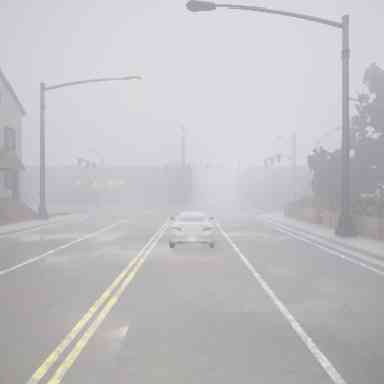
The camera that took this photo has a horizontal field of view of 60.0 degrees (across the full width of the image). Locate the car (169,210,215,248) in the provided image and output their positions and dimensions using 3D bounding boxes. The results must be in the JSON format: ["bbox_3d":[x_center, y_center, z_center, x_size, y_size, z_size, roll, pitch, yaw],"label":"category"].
[{"bbox_3d":[0.000,1.532,14.650,1.812,1.442,4.674,0,0,0],"label":"car"}]
